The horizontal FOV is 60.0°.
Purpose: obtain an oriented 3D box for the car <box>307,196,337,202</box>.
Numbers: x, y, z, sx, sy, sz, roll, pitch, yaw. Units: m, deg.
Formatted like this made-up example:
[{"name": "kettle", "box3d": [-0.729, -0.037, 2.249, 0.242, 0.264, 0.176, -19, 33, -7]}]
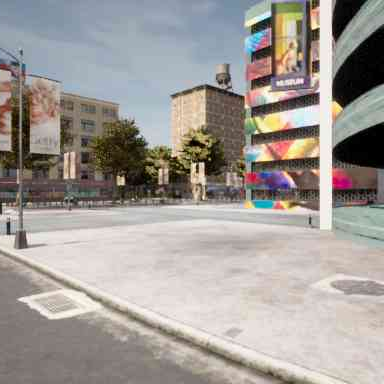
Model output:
[{"name": "car", "box3d": [14.988, 1.320, 39.729, 4.674, 1.452, 2.002, 0, 0, -44]}]
